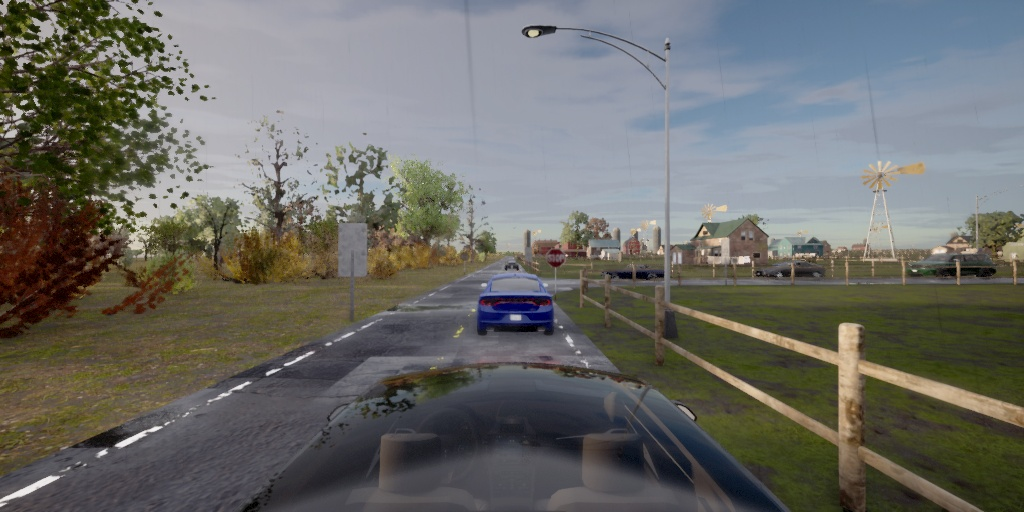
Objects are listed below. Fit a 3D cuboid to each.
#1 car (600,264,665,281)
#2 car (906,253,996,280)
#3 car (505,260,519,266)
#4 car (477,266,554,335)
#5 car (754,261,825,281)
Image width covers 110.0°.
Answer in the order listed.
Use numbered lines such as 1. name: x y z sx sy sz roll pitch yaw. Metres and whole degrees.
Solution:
1. car: 9.423 1.312 28.356 4.718 1.301 1.895 0 0 3
2. car: 34.800 0.823 28.563 5.566 2.045 2.150 0 0 -1
3. car: -0.012 1.240 51.923 1.812 1.442 4.674 0 0 0
4. car: 0.082 1.227 10.484 1.882 1.535 5.008 0 0 0
5. car: 21.860 1.162 28.318 4.892 1.490 1.837 0 0 -1
